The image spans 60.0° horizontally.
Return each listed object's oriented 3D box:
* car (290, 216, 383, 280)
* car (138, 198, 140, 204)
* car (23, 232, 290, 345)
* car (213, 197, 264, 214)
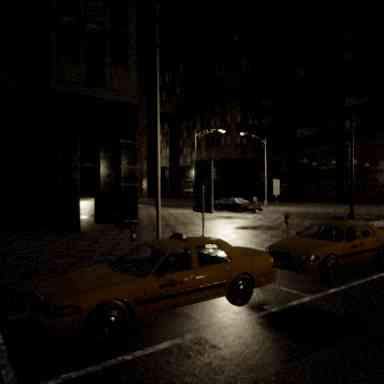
[{"bbox_3d":[4.095,1.408,9.545,4.829,1.417,1.752,-1,1,-35],"label":"car"},{"bbox_3d":[-9.403,1.081,48.775,2.128,1.511,4.902,-1,0,-35],"label":"car"},{"bbox_3d":[-0.472,1.483,6.302,4.829,1.417,1.752,-1,1,-35],"label":"car"},{"bbox_3d":[3.934,1.202,30.169,2.033,1.411,5.357,-1,1,-36],"label":"car"}]
